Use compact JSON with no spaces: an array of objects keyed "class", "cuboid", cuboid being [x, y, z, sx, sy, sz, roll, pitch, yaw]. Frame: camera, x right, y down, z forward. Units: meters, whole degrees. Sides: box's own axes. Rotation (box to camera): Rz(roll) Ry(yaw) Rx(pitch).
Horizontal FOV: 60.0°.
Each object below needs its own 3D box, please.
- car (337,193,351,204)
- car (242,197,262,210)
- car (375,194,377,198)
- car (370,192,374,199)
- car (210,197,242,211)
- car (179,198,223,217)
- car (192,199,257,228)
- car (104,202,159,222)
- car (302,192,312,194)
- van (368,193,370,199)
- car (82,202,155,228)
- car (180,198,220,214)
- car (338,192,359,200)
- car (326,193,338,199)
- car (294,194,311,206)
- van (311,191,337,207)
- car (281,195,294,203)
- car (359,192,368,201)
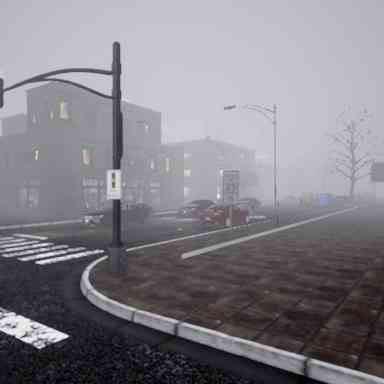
[{"class":"car","cuboid":[23.496,1.193,52.277,1.947,1.339,4.313,0,1,35]},{"class":"car","cuboid":[6.292,1.316,37.537,1.812,1.442,4.674,0,0,35]},{"class":"car","cuboid":[45.464,0.820,84.116,1.967,1.590,4.097,0,0,35]},{"class":"car","cuboid":[39.188,0.994,75.019,1.887,1.381,4.507,0,0,35]},{"class":"car","cuboid":[4.045,1.365,38.843,1.947,1.339,4.313,0,1,35]},{"class":"car","cuboid":[0.729,1.381,29.480,1.812,1.442,4.674,0,0,35]},{"class":"car","cuboid":[2.203,1.421,21.416,1.887,1.381,4.507,0,1,35]},{"class":"car","cuboid":[-4.695,1.485,26.176,1.802,1.307,4.206,0,1,35]},{"class":"car","cuboid":[22.875,0.897,66.132,2.192,1.841,5.009,0,1,35]},{"class":"van","cuboid":[36.049,0.826,70.470,1.690,1.788,3.998,0,0,35]},{"class":"car","cuboid":[-4.773,1.412,21.512,2.128,1.511,4.902,0,0,35]},{"class":"car","cuboid":[0.907,1.387,34.295,2.008,1.369,4.403,0,1,35]},{"class":"car","cuboid":[26.635,1.135,56.826,1.887,1.381,4.507,0,0,35]},{"class":"car","cuboid":[35.428,0.986,84.327,1.887,1.381,4.507,0,0,35]},{"class":"car","cuboid":[16.319,1.294,46.448,1.895,1.301,4.718,0,0,35]},{"class":"van","cuboid":[17.220,1.040,43.179,1.690,1.788,3.998,0,1,35]},{"class":"car","cuboid":[16.598,1.235,57.036,1.802,1.307,4.206,0,1,35]},{"class":"car","cuboid":[32.911,0.960,65.922,1.967,1.590,4.097,0,0,35]}]
